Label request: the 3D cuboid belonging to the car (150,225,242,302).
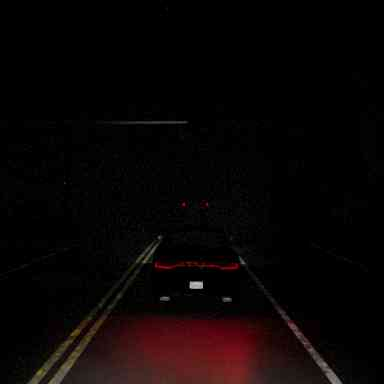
[{"bbox_3d":[0.085,1.594,8.582,1.882,1.535,5.008,1,-1,0],"label":"car"}]
